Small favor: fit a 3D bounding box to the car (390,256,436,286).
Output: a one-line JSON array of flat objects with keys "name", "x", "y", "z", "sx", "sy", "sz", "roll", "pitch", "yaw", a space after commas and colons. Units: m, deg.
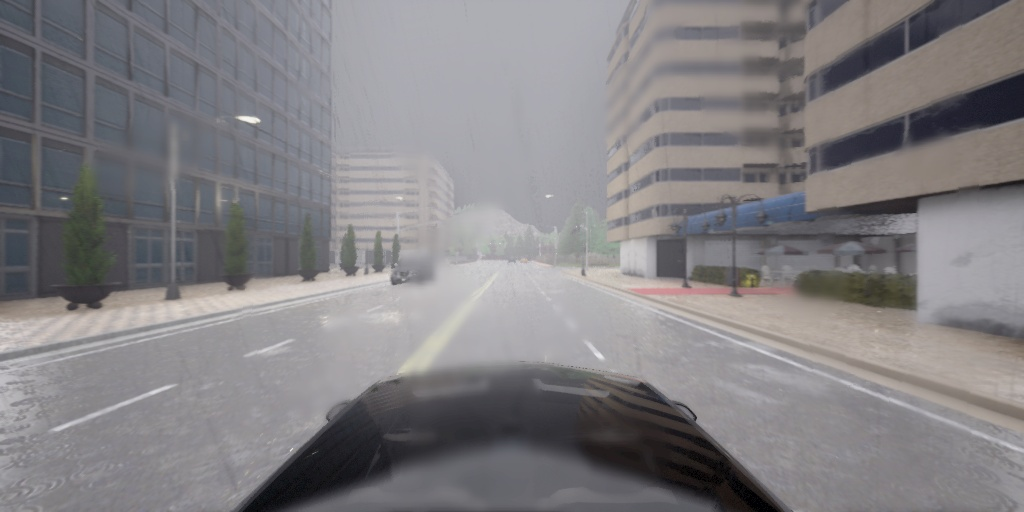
[{"name": "car", "x": -7.003, "y": 1.100, "z": 26.042, "sx": 2.150, "sy": 2.045, "sz": 5.566, "roll": 0, "pitch": 2, "yaw": 0}]
